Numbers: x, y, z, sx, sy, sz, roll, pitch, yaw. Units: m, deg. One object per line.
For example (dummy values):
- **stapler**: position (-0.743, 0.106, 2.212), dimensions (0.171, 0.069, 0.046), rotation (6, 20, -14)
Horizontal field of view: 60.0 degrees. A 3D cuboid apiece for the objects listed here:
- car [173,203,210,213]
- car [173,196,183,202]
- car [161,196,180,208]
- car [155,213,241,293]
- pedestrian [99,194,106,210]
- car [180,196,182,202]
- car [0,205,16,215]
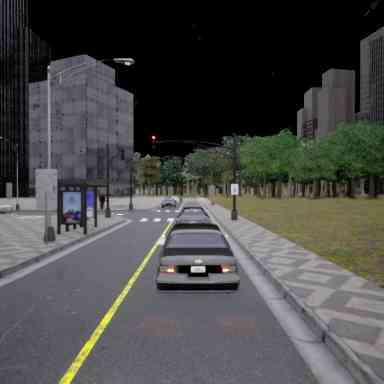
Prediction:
- **car**: position (0.071, 1.552, 19.239), dimensions (1.994, 1.385, 4.181), rotation (0, 0, 0)
- **car**: position (-3.095, 1.491, 73.533), dimensions (1.895, 1.301, 4.718), rotation (0, 0, 0)
- **car**: position (-3.129, 1.513, 45.811), dimensions (1.994, 1.385, 4.181), rotation (0, 0, -1)
- **car**: position (0.094, 1.544, 8.961), dimensions (2.033, 1.411, 5.357), rotation (0, 0, -1)
- **pedestrian**: position (-10.108, 1.047, 37.307), dimensions (0.375, 1.860, 0.375), rotation (0, 0, 1)
- **car**: position (-3.121, 1.453, 58.892), dimensions (1.812, 1.442, 4.674), rotation (0, 1, 0)
- **car**: position (-19.319, 1.535, 31.301), dimensions (4.718, 1.301, 1.895), rotation (0, 1, 1)
